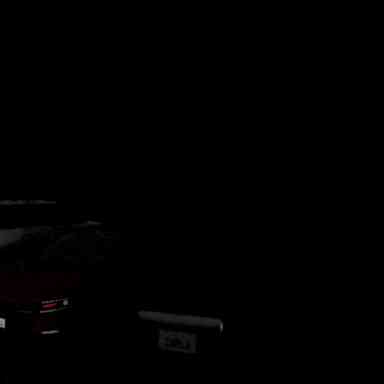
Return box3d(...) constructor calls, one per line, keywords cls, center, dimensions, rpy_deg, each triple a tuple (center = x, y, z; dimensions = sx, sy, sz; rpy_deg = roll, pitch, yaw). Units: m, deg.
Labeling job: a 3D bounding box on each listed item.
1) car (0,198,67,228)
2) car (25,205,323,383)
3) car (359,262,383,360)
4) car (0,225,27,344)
box3d(cls="car", center=(-4.283, 1.177, 8.499), dimensions=(2.435, 2.045, 5.566), rpy_deg=(0, -1, 15))
box3d(cls="car", center=(0.608, 1.216, 5.009), dimensions=(2.435, 2.045, 5.566), rpy_deg=(0, -1, 16))
box3d(cls="car", center=(3.044, 1.517, 3.203), dimensions=(2.163, 1.488, 4.792), rpy_deg=(1, 0, 16))
box3d(cls="car", center=(-1.841, 1.447, 6.727), dimensions=(2.097, 1.535, 5.008), rpy_deg=(1, 0, 16))
